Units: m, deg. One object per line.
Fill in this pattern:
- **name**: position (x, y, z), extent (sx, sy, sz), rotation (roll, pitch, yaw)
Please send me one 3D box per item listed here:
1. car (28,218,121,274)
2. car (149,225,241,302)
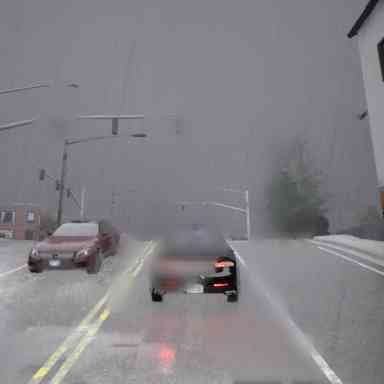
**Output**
- **car**: position (-3.601, 1.628, 11.058), extent (1.812, 1.442, 4.674), rotation (0, -1, 0)
- **car**: position (0.072, 1.595, 8.511), extent (2.128, 1.511, 4.902), rotation (0, -1, 0)
